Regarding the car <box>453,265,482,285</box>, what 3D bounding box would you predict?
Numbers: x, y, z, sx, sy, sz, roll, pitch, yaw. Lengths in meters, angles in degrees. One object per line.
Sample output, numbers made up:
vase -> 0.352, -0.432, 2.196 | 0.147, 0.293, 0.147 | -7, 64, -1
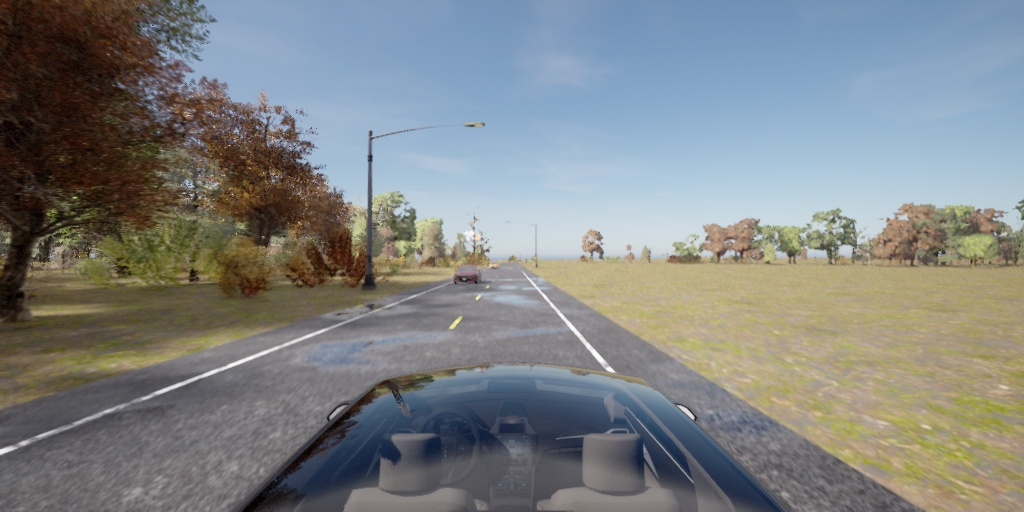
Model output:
car -> -3.604, 1.503, 29.648 | 1.882, 1.535, 5.008 | 0, -1, 0
